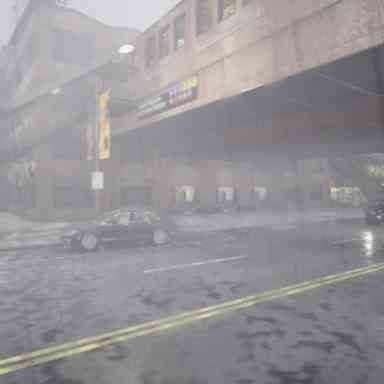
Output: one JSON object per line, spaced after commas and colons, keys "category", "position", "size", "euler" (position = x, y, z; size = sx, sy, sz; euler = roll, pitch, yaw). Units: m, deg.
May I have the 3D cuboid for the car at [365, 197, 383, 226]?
{"category": "car", "position": [13.941, 1.215, 22.371], "size": [5.566, 2.045, 2.150], "euler": [0, 0, -35]}

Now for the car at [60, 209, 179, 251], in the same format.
{"category": "car", "position": [-2.952, 1.480, 14.050], "size": [4.892, 1.521, 2.231], "euler": [0, 0, -26]}
